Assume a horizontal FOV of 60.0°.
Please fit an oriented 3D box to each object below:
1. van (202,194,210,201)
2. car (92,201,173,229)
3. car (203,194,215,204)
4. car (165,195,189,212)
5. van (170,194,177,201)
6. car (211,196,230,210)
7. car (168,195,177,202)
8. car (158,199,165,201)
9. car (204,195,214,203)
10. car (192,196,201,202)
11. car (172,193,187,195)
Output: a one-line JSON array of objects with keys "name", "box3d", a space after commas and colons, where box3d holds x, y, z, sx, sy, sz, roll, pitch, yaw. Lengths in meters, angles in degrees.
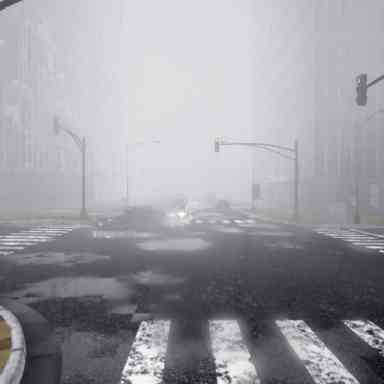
[{"name": "van", "box3d": [3.447, 1.321, 80.513, 1.690, 1.788, 3.998, 0, 0, 0]}, {"name": "car", "box3d": [-3.893, 1.562, 21.979, 2.033, 1.411, 5.357, 0, 0, 35]}, {"name": "car", "box3d": [3.572, 1.313, 63.930, 2.192, 1.841, 5.009, 0, 0, 0]}, {"name": "car", "box3d": [-1.658, 1.507, 39.617, 2.128, 1.511, 4.902, 0, 0, 0]}, {"name": "van", "box3d": [-4.433, 1.321, 80.454, 1.690, 1.788, 3.998, 0, 0, 0]}, {"name": "car", "box3d": [3.788, 1.579, 41.822, 1.947, 1.339, 4.313, 0, 0, 0]}, {"name": "car", "box3d": [-4.391, 1.426, 74.927, 1.967, 1.590, 4.097, 0, 0, 0]}, {"name": "car", "box3d": [-4.183, 1.592, 47.289, 1.802, 1.307, 4.206, 0, 0, 0]}, {"name": "car", "box3d": [3.531, 1.432, 69.459, 1.967, 1.590, 4.097, 0, 0, 0]}, {"name": "car", "box3d": [0.942, 1.512, 73.102, 1.812, 1.442, 4.674, 0, 0, 0]}, {"name": "car", "box3d": [-1.767, 1.225, 57.069, 2.150, 2.045, 5.566, 0, 0, 0]}]
